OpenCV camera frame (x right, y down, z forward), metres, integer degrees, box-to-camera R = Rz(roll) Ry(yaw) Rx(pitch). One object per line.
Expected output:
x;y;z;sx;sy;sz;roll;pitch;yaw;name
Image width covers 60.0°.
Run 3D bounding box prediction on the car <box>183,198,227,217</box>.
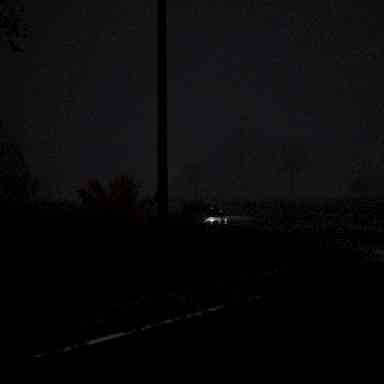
0.962;1.235;28.603;1.812;1.442;4.674;-1;1;-35;car
